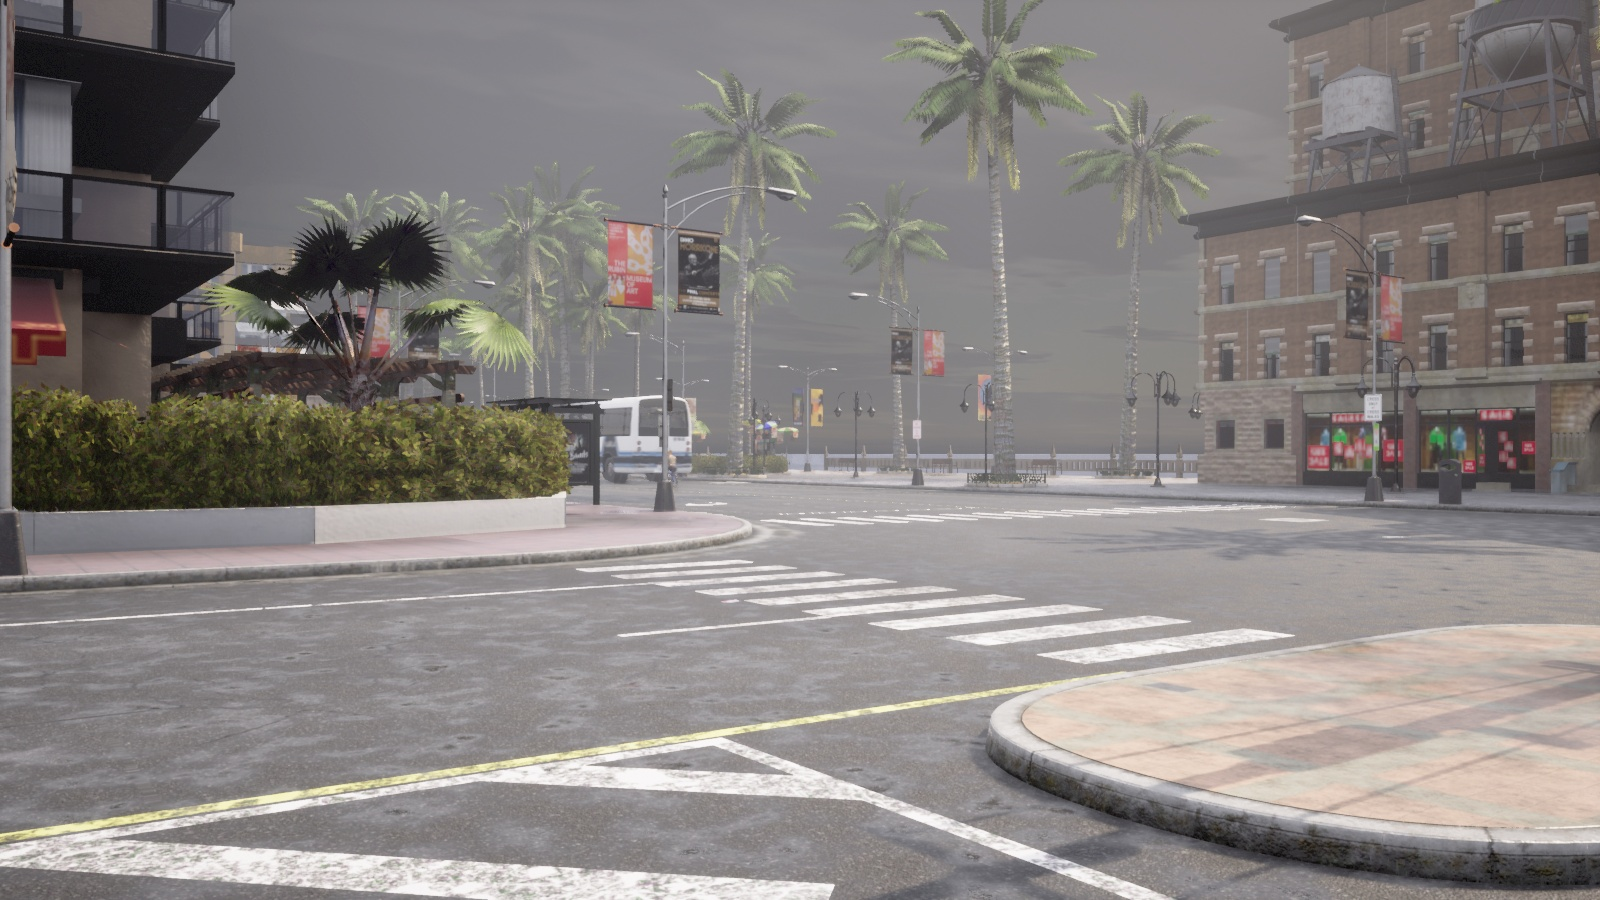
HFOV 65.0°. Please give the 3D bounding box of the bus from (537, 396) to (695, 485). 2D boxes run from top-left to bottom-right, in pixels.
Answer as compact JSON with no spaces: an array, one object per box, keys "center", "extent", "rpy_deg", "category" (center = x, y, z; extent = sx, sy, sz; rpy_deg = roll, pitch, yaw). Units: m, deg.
[{"center":[-9.728,-0.452,65.184],"extent":[3.944,4.253,10.273],"rpy_deg":[0,0,-35],"category":"bus"}]
